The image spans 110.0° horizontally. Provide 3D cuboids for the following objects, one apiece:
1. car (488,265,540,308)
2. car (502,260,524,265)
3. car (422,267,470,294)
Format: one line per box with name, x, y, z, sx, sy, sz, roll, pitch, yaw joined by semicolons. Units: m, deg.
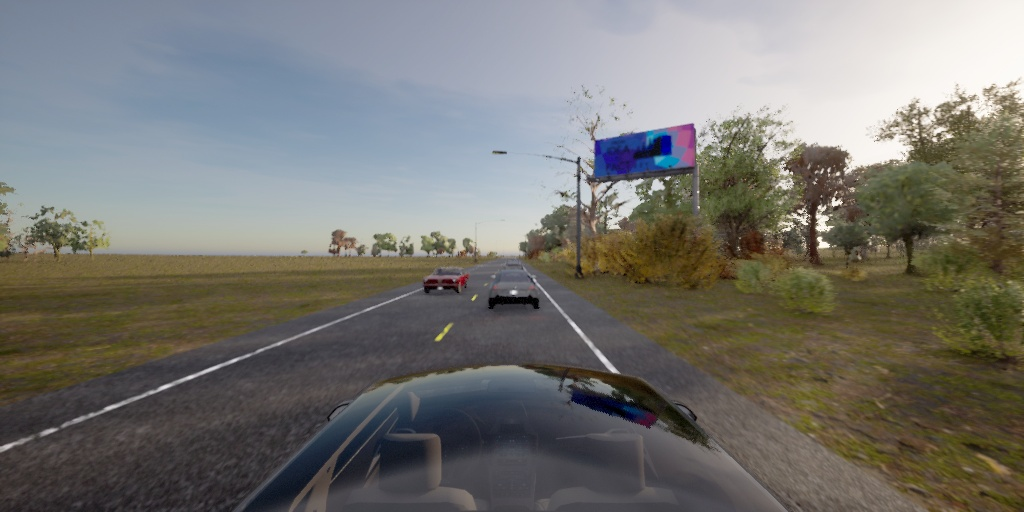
car;0.072;1.263;14.883;1.994;1.385;4.181;0;0;0
car;0.097;1.116;33.746;2.128;1.511;4.902;0;0;0
car;-3.536;1.280;19.871;1.895;1.301;4.718;0;0;1
